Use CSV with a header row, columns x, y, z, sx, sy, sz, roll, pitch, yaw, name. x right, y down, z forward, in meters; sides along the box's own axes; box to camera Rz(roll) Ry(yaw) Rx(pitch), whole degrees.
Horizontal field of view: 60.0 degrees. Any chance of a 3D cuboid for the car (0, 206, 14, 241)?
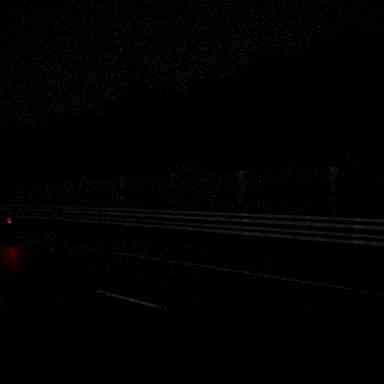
x,y,z,sx,sy,sz,roll,pitch,yaw,name
-10.448,1.383,15.736,4.553,1.767,2.097,0,0,36,car
